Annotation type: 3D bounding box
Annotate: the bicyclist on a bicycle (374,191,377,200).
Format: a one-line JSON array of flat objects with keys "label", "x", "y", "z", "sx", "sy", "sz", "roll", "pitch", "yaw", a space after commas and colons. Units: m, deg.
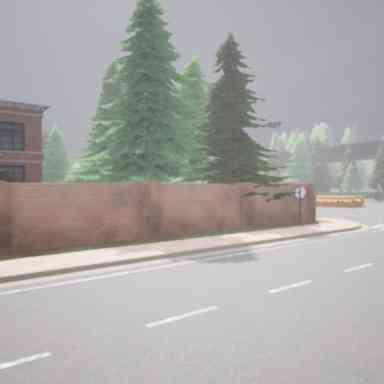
[{"label": "bicyclist on a bicycle", "x": 30.144, "y": 0.578, "z": 54.299, "sx": 1.656, "sy": 1.620, "sz": 0.582, "roll": -1, "pitch": 1, "yaw": -35}]
